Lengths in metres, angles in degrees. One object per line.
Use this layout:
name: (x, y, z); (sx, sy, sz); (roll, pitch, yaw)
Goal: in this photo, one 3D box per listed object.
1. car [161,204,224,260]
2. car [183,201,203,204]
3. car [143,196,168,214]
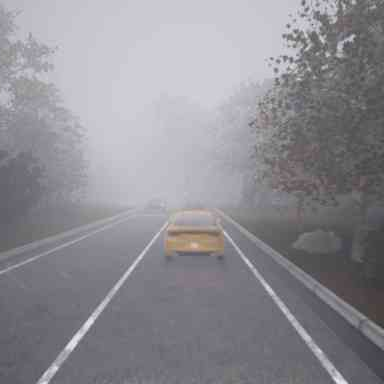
car: (0.074, 1.430, 12.309); (1.882, 1.535, 5.008); (0, 0, 0)
car: (0.083, 1.454, 28.304); (1.994, 1.385, 4.181); (0, 0, 0)
car: (-3.558, 1.222, 33.387); (2.097, 1.767, 4.553); (0, 0, 0)
